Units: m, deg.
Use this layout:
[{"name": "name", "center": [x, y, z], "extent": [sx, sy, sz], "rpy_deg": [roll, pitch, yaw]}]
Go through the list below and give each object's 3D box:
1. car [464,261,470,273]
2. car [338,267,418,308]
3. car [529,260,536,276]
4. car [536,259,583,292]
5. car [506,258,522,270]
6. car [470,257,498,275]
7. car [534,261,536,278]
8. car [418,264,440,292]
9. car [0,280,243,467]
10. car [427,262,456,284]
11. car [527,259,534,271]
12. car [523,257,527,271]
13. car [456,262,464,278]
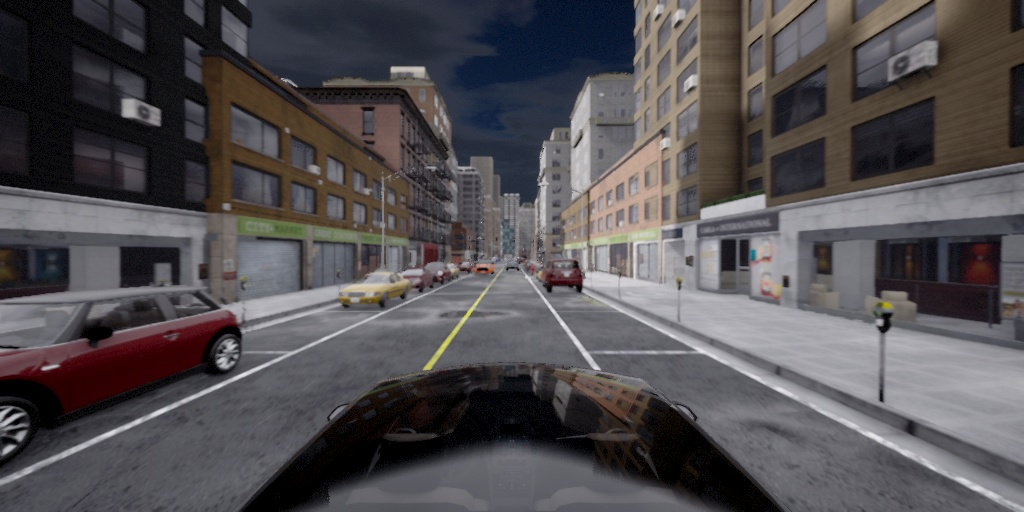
[{"name": "car", "center": [-5.679, 1.327, 43.008], "extent": [1.888, 1.381, 4.507], "rpy_deg": [0, 0, 0]}, {"name": "car", "center": [-5.673, 1.274, 15.354], "extent": [1.751, 1.417, 4.829], "rpy_deg": [0, 0, 0]}, {"name": "car", "center": [2.849, 1.316, 32.016], "extent": [2.007, 1.370, 4.403], "rpy_deg": [0, 0, 0]}, {"name": "car", "center": [2.852, 1.069, 21.023], "extent": [2.192, 1.841, 5.009], "rpy_deg": [0, 0, 0]}, {"name": "car", "center": [0.087, 1.350, 52.493], "extent": [2.033, 1.411, 5.357], "rpy_deg": [0, 0, 0]}, {"name": "car", "center": [-3.045, 1.128, 39.868], "extent": [2.097, 1.767, 4.553], "rpy_deg": [0, 0, 1]}, {"name": "car", "center": [2.850, 1.285, 26.690], "extent": [1.751, 1.417, 4.829], "rpy_deg": [0, 0, 0]}, {"name": "car", "center": [-5.674, 1.334, 21.021], "extent": [1.802, 1.307, 4.207], "rpy_deg": [0, 0, 0]}, {"name": "car", "center": [-5.671, 1.188, 4.532], "extent": [1.967, 1.591, 4.097], "rpy_deg": [0, 0, 0]}, {"name": "car", "center": [-5.675, 1.197, 26.518], "extent": [1.967, 1.591, 4.097], "rpy_deg": [0, 0, 0]}, {"name": "car", "center": [2.848, 1.319, 37.513], "extent": [1.888, 1.381, 4.507], "rpy_deg": [0, 0, 0]}, {"name": "car", "center": [2.846, 1.235, 48.506], "extent": [1.967, 1.591, 4.097], "rpy_deg": [0, 0, 0]}, {"name": "car", "center": [-5.676, 1.289, 31.844], "extent": [1.751, 1.417, 4.829], "rpy_deg": [0, 0, 0]}]
